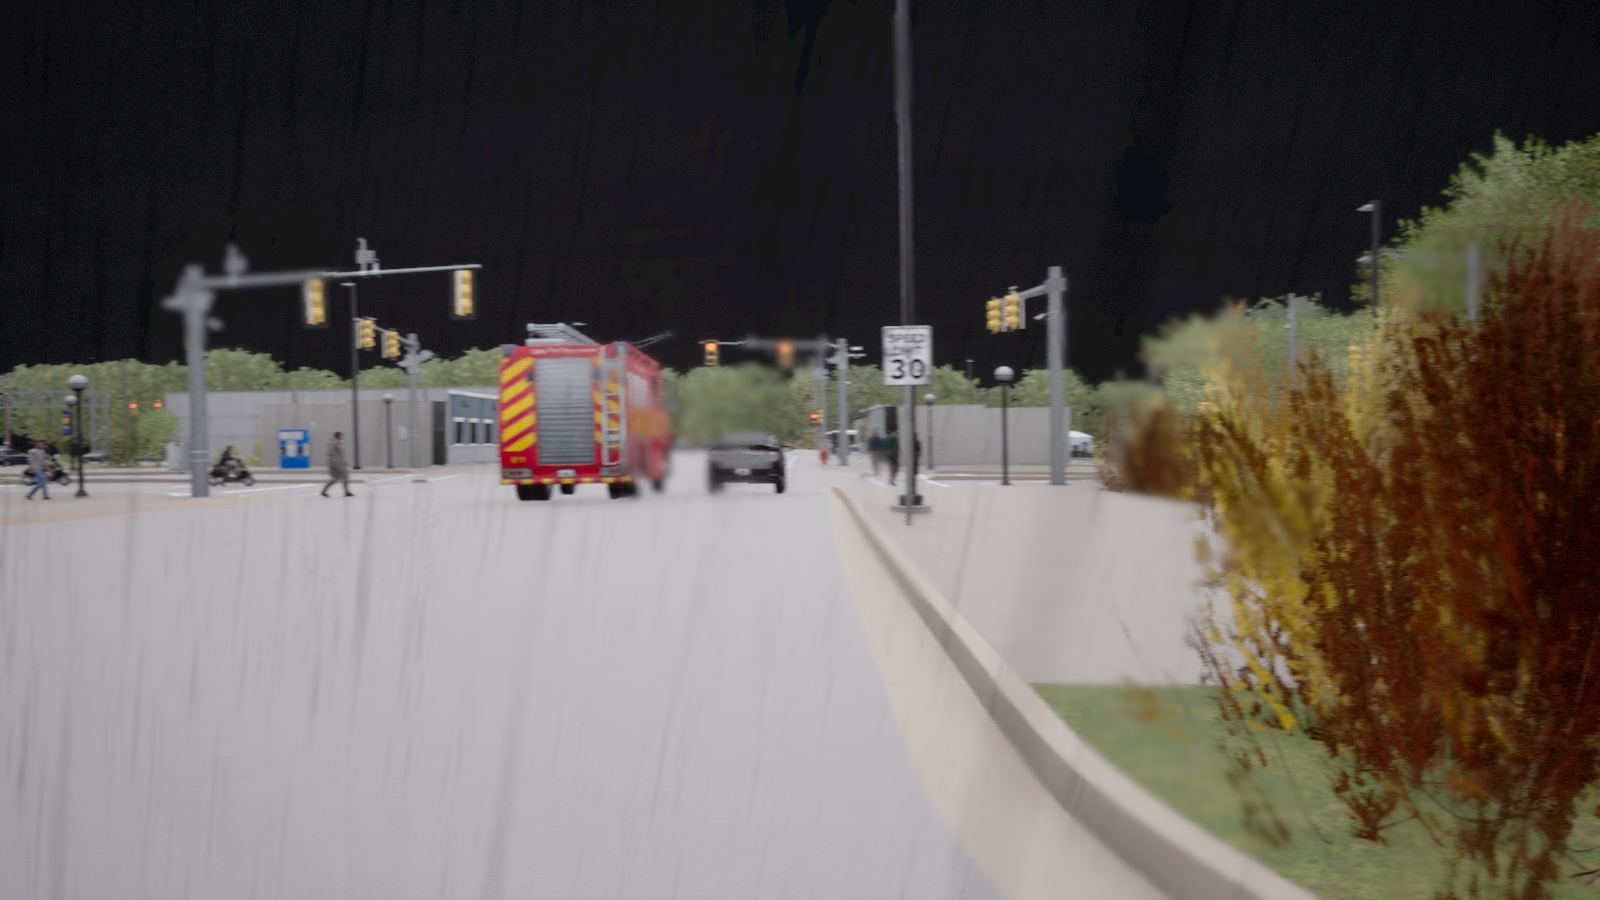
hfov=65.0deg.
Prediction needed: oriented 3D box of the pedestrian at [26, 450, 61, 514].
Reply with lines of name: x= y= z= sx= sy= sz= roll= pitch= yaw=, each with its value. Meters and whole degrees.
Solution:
pedestrian: x=-22.084 y=0.921 z=36.662 sx=0.706 sy=1.836 sz=0.354 roll=-2 pitch=1 yaw=-1

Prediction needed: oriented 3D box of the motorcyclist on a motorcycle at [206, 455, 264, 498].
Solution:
motorcyclist on a motorcycle: x=-21.606 y=0.989 z=48.020 sx=1.817 sy=1.590 sz=0.866 roll=-1 pitch=1 yaw=-5

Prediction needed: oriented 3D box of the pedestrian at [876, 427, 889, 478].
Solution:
pedestrian: x=3.033 y=0.075 z=46.323 sx=0.402 sy=1.842 sz=0.726 roll=-2 pitch=1 yaw=4

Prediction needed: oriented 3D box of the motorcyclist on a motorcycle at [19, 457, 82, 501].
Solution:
motorcyclist on a motorcycle: x=-28.386 y=1.083 z=47.598 sx=1.817 sy=1.590 sz=0.866 roll=-2 pitch=1 yaw=-3

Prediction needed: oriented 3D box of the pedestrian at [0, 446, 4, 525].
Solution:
pedestrian: x=-17.097 y=0.666 z=26.172 sx=0.354 sy=1.836 sz=0.706 roll=-2 pitch=1 yaw=21

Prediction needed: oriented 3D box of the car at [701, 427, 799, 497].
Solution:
car: x=-1.143 y=0.300 z=31.187 sx=2.128 sy=1.511 sz=4.902 roll=-2 pitch=-1 yaw=1

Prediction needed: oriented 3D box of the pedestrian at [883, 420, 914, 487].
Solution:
pedestrian: x=2.898 y=0.098 z=37.010 sx=0.788 sy=1.949 sz=0.423 roll=-3 pitch=2 yaw=-42

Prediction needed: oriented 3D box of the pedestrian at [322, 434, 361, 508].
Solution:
pedestrian: x=-12.490 y=0.567 z=34.205 sx=0.873 sy=1.952 sz=0.659 roll=-2 pitch=1 yaw=-15

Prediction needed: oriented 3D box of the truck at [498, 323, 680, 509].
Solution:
truck: x=-4.847 y=-0.690 z=30.727 sx=2.891 sy=3.827 sz=8.468 roll=-2 pitch=0 yaw=0
